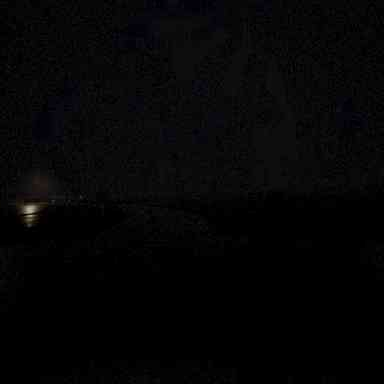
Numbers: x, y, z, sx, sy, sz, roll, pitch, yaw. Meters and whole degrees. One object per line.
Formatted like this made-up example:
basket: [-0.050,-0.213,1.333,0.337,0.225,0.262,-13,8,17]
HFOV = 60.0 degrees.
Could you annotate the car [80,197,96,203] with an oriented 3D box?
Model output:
car: [-18.935,1.562,61.757,4.718,1.301,1.895,-1,1,41]

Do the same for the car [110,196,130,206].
car: [-11.896,1.356,54.042,1.882,1.535,5.008,-1,0,-38]
